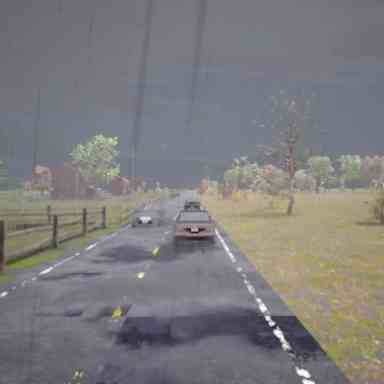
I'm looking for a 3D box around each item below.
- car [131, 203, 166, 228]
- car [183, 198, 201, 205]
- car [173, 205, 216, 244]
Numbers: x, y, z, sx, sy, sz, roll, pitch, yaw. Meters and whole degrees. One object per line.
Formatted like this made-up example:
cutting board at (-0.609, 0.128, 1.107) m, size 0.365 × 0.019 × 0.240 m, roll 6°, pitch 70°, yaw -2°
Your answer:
car at (-2.767, 1.477, 22.074) m, size 2.128 × 1.511 × 4.902 m, roll 0°, pitch 0°, yaw 0°
car at (0.025, 1.469, 39.408) m, size 1.837 × 1.490 × 4.892 m, roll 0°, pitch 0°, yaw 0°
car at (0.097, 1.539, 15.660) m, size 2.033 × 1.411 × 5.357 m, roll 0°, pitch 0°, yaw 0°
